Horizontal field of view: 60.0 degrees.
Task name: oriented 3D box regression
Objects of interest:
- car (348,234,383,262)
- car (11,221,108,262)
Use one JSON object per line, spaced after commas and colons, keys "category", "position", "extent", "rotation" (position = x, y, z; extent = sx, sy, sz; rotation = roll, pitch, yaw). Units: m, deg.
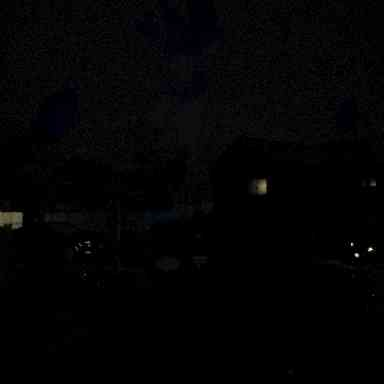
{"category": "car", "position": [8.456, 1.745, 11.590], "extent": [5.357, 1.411, 2.033], "rotation": [-2, -1, 3]}
{"category": "car", "position": [-6.114, 2.089, 14.834], "extent": [5.008, 1.535, 1.882], "rotation": [-1, 0, 21]}
